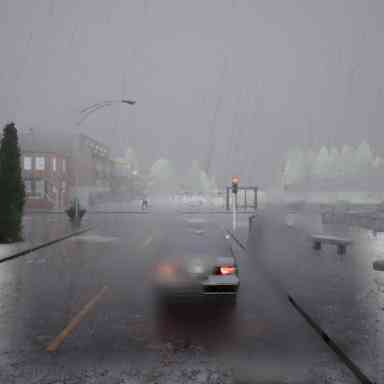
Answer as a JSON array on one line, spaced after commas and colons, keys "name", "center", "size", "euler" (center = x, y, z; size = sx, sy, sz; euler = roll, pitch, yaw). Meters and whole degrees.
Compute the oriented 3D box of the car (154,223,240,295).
[{"name": "car", "center": [0.098, 1.547, 8.855], "size": [2.033, 1.411, 5.357], "euler": [0, 0, 0]}]
